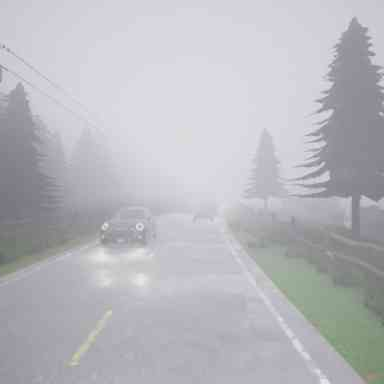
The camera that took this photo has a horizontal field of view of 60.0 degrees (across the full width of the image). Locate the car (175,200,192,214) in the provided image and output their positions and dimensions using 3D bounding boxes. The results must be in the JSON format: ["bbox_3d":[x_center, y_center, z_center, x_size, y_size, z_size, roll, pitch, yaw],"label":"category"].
[{"bbox_3d":[-0.942,1.929,44.227,2.097,1.767,4.553,0,-1,7],"label":"car"}]

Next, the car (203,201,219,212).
[{"bbox_3d":[2.259,1.914,43.125,2.097,1.767,4.553,0,-1,10],"label":"car"}]

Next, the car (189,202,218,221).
[{"bbox_3d":[1.172,1.961,31.613,2.033,1.411,5.357,0,-1,5],"label":"car"}]

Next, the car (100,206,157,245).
[{"bbox_3d":[-3.053,1.572,16.798,2.097,1.767,4.553,0,-1,2],"label":"car"}]
